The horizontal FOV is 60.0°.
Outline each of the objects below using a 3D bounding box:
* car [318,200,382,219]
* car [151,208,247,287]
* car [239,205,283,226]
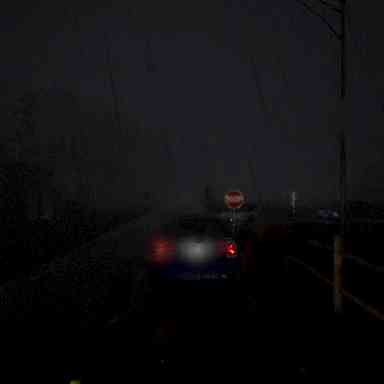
[{"bbox_3d":[13.069,1.424,27.740,5.008,1.535,1.882,0,0,-2],"label":"car"},{"bbox_3d":[0.102,1.353,9.496,2.097,1.767,4.553,0,0,0],"label":"car"},{"bbox_3d":[4.285,1.557,23.237,4.718,1.301,1.895,0,0,-41],"label":"car"}]
